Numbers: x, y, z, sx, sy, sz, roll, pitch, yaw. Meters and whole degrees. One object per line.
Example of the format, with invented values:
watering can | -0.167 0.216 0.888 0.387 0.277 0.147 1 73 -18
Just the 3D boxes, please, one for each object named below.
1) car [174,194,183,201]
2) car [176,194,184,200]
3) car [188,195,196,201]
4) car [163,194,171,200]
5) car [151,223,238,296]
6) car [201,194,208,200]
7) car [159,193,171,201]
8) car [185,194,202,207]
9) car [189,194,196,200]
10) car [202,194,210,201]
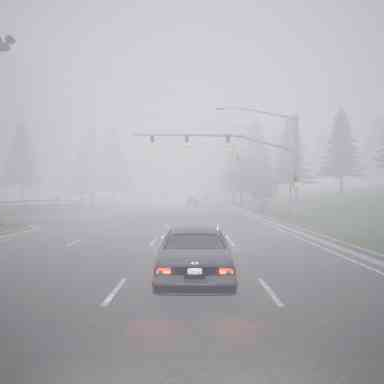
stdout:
car | -3.450 1.517 83.913 1.812 1.442 4.674 0 0 0
car | -3.444 1.358 93.916 2.128 1.511 4.902 0 0 0
car | 0.050 1.531 83.494 2.033 1.411 5.357 0 0 0
car | -6.944 1.385 93.918 1.994 1.385 4.181 0 0 0
car | 0.072 1.547 8.812 2.033 1.411 5.357 0 0 0
car | 3.556 1.310 93.912 1.882 1.535 5.008 0 0 0
car | -6.950 1.217 83.528 2.150 2.045 5.566 0 0 0
car | 0.029 1.352 52.851 2.097 1.767 4.553 0 0 0
car | 0.056 1.310 93.914 1.882 1.535 5.008 0 0 0
car | 3.550 1.492 83.492 1.837 1.490 4.892 0 0 0
